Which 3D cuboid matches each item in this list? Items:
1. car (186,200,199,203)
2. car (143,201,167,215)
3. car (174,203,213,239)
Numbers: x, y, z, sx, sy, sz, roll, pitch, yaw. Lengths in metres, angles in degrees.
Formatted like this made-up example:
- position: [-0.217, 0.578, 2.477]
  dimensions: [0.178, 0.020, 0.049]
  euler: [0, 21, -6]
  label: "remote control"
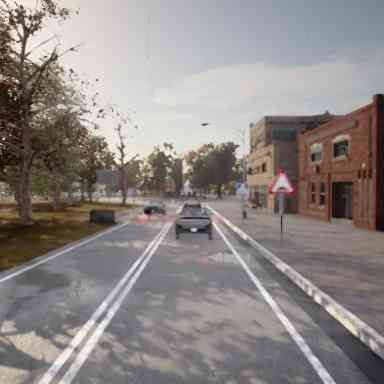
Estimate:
- position: [0.038, 1.630, 36.112]
  dimensions: [1.882, 1.535, 5.008]
  euler: [0, 0, 0]
  label: "car"
- position: [-3.392, 1.541, 31.338]
  dimensions: [2.033, 1.411, 5.357]
  euler: [0, -6, 0]
  label: "car"
- position: [0.085, 1.551, 17.873]
  dimensions: [2.128, 1.511, 4.902]
  euler: [0, 0, 0]
  label: "car"
